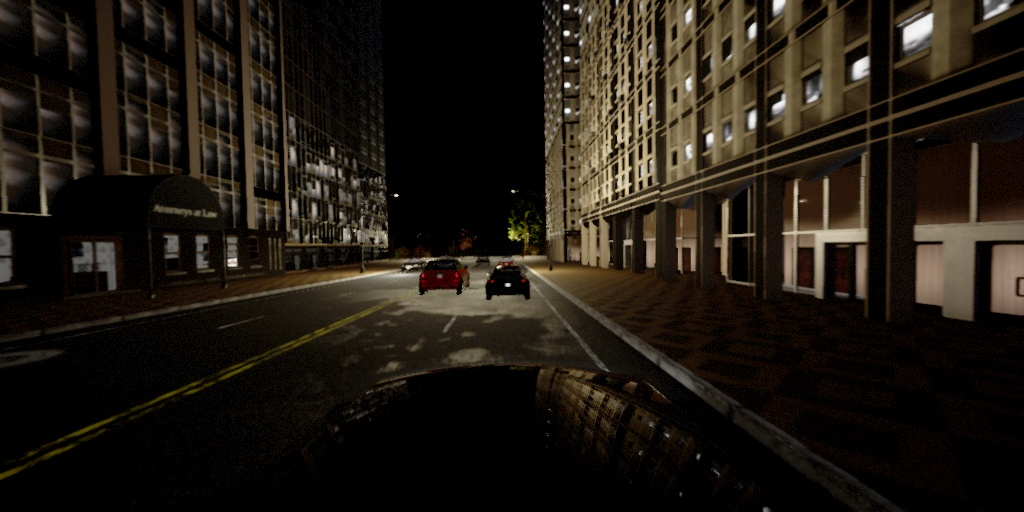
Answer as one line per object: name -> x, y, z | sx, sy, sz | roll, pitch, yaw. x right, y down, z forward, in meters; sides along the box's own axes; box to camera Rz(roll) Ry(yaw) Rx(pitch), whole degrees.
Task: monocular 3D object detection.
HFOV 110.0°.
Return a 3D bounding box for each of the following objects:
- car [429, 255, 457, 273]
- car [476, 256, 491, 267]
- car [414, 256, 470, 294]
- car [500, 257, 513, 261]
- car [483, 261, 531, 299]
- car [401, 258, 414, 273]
car -> -7.268, 0.790, 38.155 | 2.097, 1.767, 4.553 | -1, 1, -1
car -> -4.079, 0.718, 51.153 | 2.128, 1.511, 4.902 | -1, 1, -1
car -> -3.470, 0.957, 19.119 | 2.097, 1.767, 4.553 | -1, 1, -1
car -> -0.627, 0.847, 40.648 | 2.033, 1.411, 5.357 | -1, 1, -1
car -> -0.193, 1.142, 16.859 | 1.994, 1.385, 4.181 | -1, 1, -1
car -> -10.527, 0.977, 38.781 | 2.128, 1.511, 4.902 | -1, 1, -1
